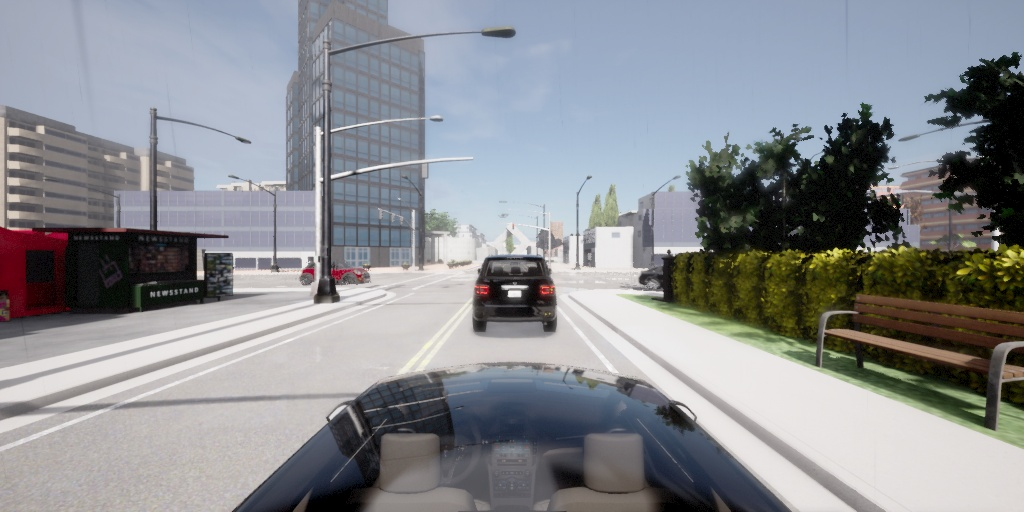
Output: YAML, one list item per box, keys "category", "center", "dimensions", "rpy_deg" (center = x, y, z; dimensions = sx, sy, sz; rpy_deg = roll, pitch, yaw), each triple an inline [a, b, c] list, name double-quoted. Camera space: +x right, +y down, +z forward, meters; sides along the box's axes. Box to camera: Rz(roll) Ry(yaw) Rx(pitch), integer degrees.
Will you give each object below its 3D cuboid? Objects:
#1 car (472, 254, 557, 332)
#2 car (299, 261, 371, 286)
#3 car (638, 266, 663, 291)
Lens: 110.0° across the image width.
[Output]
- category: "car"
  center: [0.082, 0.971, 10.991]
  dimensions: [2.150, 2.045, 5.566]
  rpy_deg: [0, 0, 0]
- category: "car"
  center: [-12.782, 1.173, 26.112]
  dimensions: [4.553, 1.767, 2.097]
  rpy_deg: [-1, 0, 0]
- category: "car"
  center: [9.657, 1.249, 20.156]
  dimensions: [4.892, 1.490, 1.837]
  rpy_deg: [0, -1, 40]
